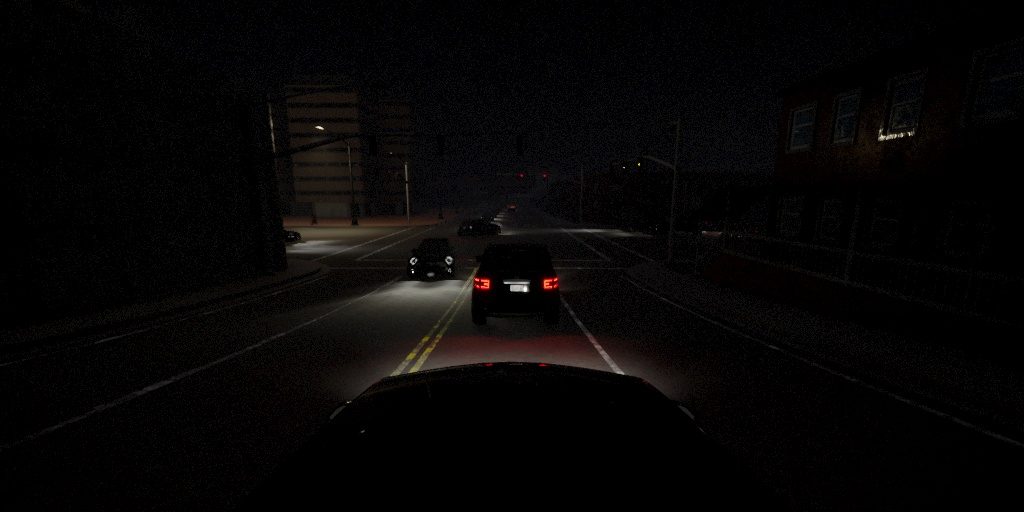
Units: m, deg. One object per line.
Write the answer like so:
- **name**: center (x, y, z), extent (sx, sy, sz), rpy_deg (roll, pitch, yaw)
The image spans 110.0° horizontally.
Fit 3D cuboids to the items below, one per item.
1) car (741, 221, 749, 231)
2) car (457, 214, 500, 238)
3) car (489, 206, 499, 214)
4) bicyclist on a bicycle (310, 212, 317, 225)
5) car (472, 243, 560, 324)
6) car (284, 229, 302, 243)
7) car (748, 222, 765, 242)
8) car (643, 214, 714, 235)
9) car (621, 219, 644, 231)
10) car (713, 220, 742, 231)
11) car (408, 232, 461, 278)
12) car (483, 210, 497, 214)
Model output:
- **car**: center (26.689, -2.959, 36.644), extent (4.674, 1.442, 1.812), rpy_deg (0, 10, 0)
- **car**: center (-3.139, -2.835, 34.817), extent (2.097, 1.767, 4.553), rpy_deg (7, 12, 37)
- **car**: center (-3.694, -7.428, 62.823), extent (1.812, 1.442, 4.674), rpy_deg (0, 10, 0)
- **bicyclist on a bicycle**: center (-25.355, -4.769, 45.818), extent (0.582, 1.620, 1.656), rpy_deg (0, 10, 0)
- **car**: center (0.068, 0.605, 10.697), extent (2.150, 2.045, 5.566), rpy_deg (0, 4, -1)
- **car**: center (-20.083, -1.801, 29.588), extent (4.892, 1.490, 1.837), rpy_deg (1, 10, 0)
- **car**: center (22.712, -1.775, 29.553), extent (4.892, 1.490, 1.837), rpy_deg (0, 10, 0)
- **car**: center (16.894, -3.265, 36.612), extent (5.566, 2.045, 2.150), rpy_deg (0, 10, 0)
- **car**: center (14.773, -3.483, 40.139), extent (4.718, 1.301, 1.895), rpy_deg (0, 10, 0)
- **car**: center (23.851, -3.550, 40.094), extent (4.674, 1.442, 1.812), rpy_deg (0, 10, 0)
- **car**: center (-3.854, -0.039, 18.039), extent (2.097, 1.767, 4.553), rpy_deg (-1, 8, -7)
- **car**: center (-3.701, -5.862, 54.075), extent (1.895, 1.301, 4.718), rpy_deg (0, 10, 0)
